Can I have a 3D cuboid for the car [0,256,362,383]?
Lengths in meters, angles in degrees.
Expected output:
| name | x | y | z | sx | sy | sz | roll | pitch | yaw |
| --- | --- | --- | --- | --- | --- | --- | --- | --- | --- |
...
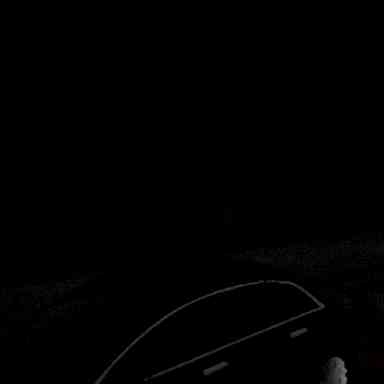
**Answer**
| name | x | y | z | sx | sy | sz | roll | pitch | yaw |
| --- | --- | --- | --- | --- | --- | --- | --- | --- | --- |
| car | -0.282 | 1.502 | 3.177 | 4.892 | 1.490 | 1.837 | 0 | 0 | -36 |
